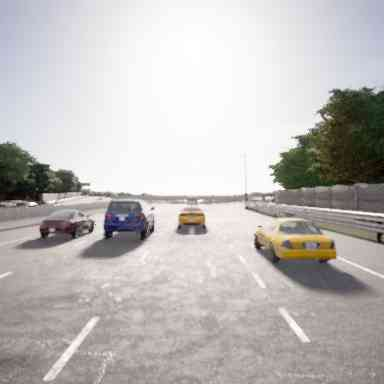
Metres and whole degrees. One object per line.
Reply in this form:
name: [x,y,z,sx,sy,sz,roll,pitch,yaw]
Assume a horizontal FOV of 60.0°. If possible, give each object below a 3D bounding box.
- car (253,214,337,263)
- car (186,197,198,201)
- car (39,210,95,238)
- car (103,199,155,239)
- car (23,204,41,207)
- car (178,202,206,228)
car: [3.502,1.572,12.343,1.801,1.575,5.366,0,-1,0]
car: [0.047,2.072,65.112,2.150,2.045,5.566,0,-1,1]
car: [-6.896,1.722,18.706,1.812,1.442,4.674,0,-1,0]
car: [-3.396,1.420,18.825,2.150,2.045,5.566,0,-1,0]
car: [-17.494,2.046,36.420,1.994,1.385,4.181,0,-1,0]
car: [-0.009,1.756,24.482,1.882,1.535,5.008,0,-1,0]
